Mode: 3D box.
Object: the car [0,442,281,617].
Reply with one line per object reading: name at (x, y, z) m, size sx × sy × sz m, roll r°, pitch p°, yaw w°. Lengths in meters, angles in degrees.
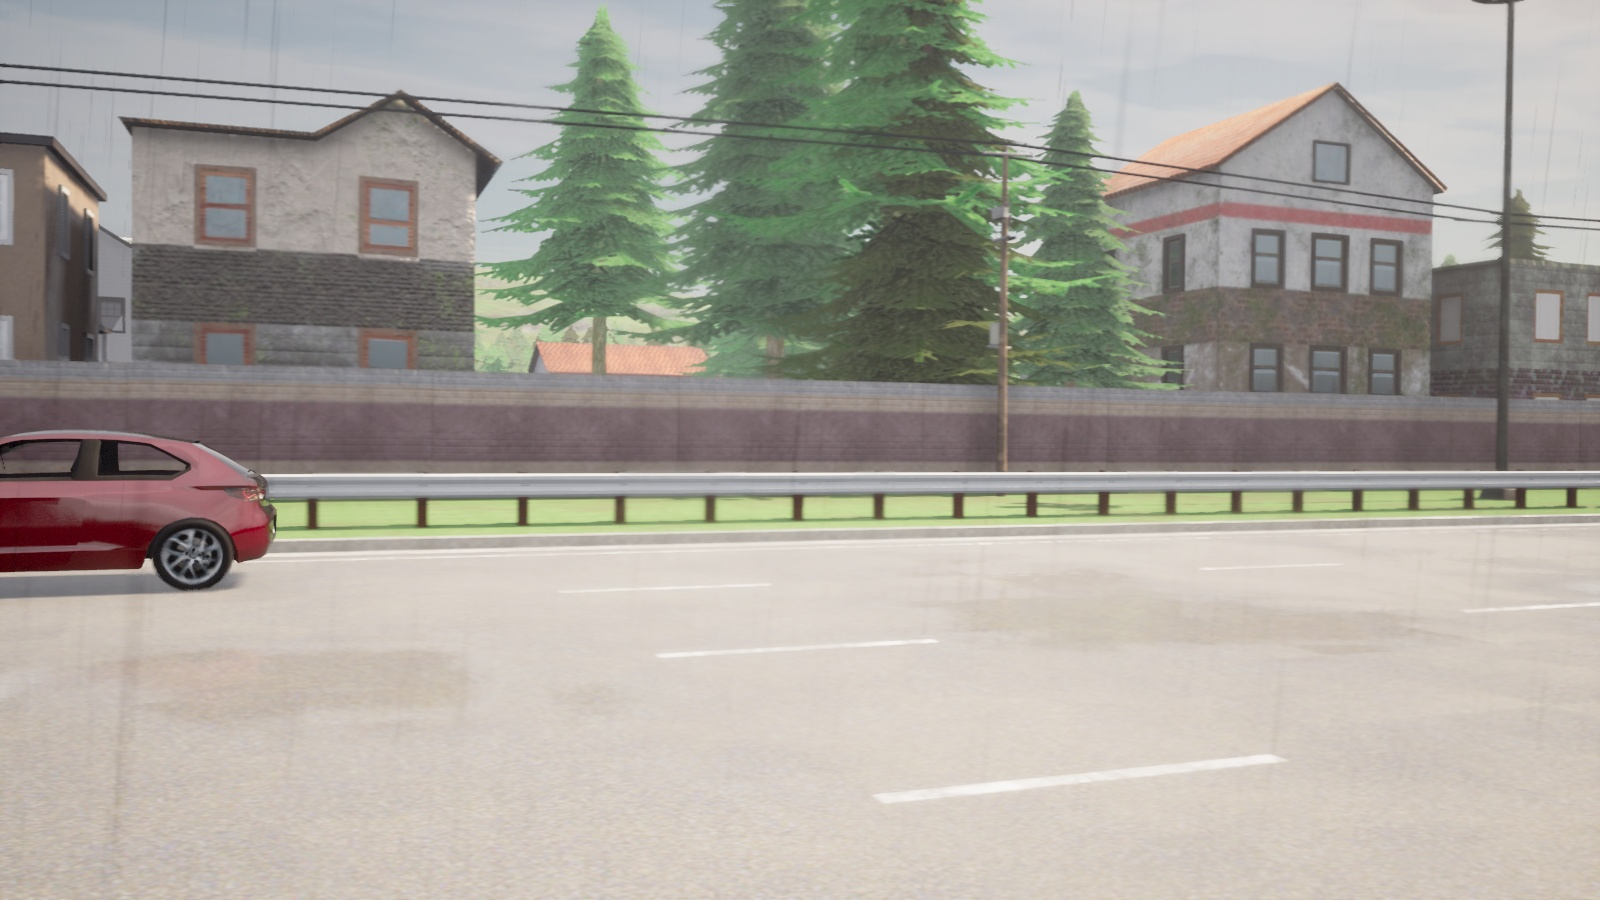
car at (-7.163, 0.698, 11.751) m, size 4.193 × 1.474 × 1.816 m, roll -1°, pitch 1°, yaw -21°
